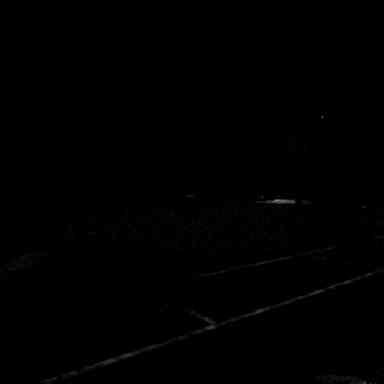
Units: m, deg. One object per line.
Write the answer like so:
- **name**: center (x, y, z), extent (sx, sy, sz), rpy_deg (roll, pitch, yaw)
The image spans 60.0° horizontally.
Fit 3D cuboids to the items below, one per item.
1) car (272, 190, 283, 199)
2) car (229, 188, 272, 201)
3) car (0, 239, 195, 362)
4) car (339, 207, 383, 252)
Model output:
- **car**: center (9.047, 0.225, 40.911), extent (1.994, 1.385, 4.181), rpy_deg (-2, 2, -35)
- **car**: center (6.429, 0.238, 38.979), extent (2.128, 1.511, 4.902), rpy_deg (-2, 2, -35)
- **car**: center (-2.060, 1.512, 5.173), extent (4.507, 1.381, 1.887), rpy_deg (-2, 1, -35)
- **car**: center (6.834, 1.214, 11.448), extent (4.403, 1.369, 2.008), rpy_deg (-2, 1, -35)
